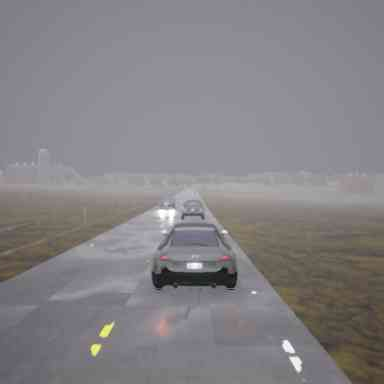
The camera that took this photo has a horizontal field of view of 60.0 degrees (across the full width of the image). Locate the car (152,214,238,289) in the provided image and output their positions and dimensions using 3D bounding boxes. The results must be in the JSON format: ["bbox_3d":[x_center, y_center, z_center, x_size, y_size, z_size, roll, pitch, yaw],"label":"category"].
[{"bbox_3d":[0.067,1.531,9.106,1.994,1.385,4.181,0,0,0],"label":"car"}]

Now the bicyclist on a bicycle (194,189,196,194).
[{"bbox_3d":[0.835,0.152,86.003,0.659,1.776,1.843,0,2,0],"label":"bicyclist on a bicycle"}]

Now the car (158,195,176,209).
[{"bbox_3d":[-2.863,1.168,39.249,2.128,1.511,4.902,0,1,0],"label":"car"}]

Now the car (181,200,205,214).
[{"bbox_3d":[0.073,1.372,27.347,2.033,1.411,5.357,0,1,0],"label":"car"}]

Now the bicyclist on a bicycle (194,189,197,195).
[{"bbox_3d":[0.875,-0.005,95.001,0.866,1.612,1.509,0,2,0],"label":"bicyclist on a bicycle"}]
